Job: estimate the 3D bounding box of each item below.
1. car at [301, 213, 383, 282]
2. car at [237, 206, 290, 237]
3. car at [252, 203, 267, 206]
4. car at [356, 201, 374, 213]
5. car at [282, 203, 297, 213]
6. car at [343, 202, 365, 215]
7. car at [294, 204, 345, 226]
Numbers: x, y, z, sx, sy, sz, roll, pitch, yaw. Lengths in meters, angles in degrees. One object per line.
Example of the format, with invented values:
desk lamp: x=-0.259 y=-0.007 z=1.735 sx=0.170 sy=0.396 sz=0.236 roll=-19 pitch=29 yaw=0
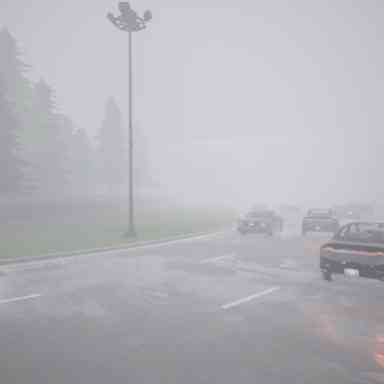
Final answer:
car: x=5.123 y=1.571 z=9.215 sx=2.128 sy=1.511 sz=4.902 roll=-1 pitch=-1 yaw=41
car: x=4.208 y=1.777 z=19.839 sx=2.033 sy=1.411 sz=5.357 roll=-1 pitch=-1 yaw=25
car: x=8.729 y=2.057 z=42.853 sx=1.994 sy=1.385 sz=4.181 roll=-1 pitch=-1 yaw=6
car: x=18.701 y=1.805 z=37.531 sx=1.882 sy=1.535 sz=5.008 roll=-1 pitch=-1 yaw=7
car: x=12.171 y=2.048 z=41.885 sx=1.895 sy=1.301 sz=4.718 roll=-1 pitch=-1 yaw=6
car: x=14.394 y=1.853 z=31.623 sx=1.994 sy=1.385 sz=4.181 roll=-1 pitch=-1 yaw=8
car: x=7.620 y=1.685 z=19.561 sx=2.128 sy=1.511 sz=4.902 roll=-1 pitch=-1 yaw=25
